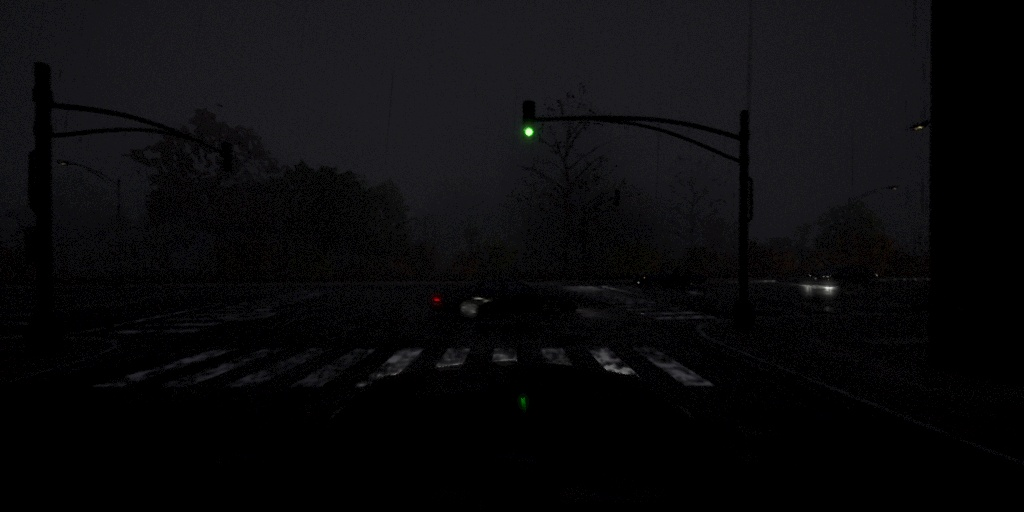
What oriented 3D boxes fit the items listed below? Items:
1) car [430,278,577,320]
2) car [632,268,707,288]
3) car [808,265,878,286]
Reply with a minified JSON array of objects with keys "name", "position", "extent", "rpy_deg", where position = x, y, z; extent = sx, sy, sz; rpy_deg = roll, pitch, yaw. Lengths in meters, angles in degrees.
[{"name":"car","position":[-0.326,1.543,13.625],"extent":[5.357,1.411,2.033],"rpy_deg":[0,0,-8]},{"name":"car","position":[10.939,1.531,25.173],"extent":[4.718,1.301,1.895],"rpy_deg":[0,0,-8]},{"name":"car","position":[25.245,1.425,27.375],"extent":[4.892,1.490,1.837],"rpy_deg":[0,0,-9]}]
